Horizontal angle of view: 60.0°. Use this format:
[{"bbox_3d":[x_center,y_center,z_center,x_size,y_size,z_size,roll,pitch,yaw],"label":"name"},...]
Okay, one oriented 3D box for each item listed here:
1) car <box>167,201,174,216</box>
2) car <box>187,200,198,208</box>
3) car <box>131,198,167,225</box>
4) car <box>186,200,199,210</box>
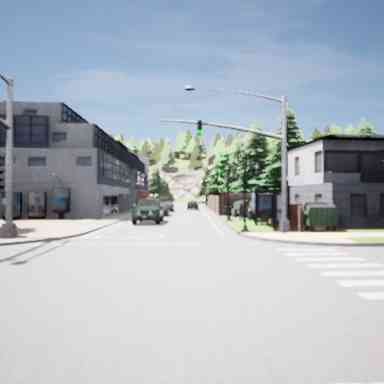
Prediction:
[{"bbox_3d":[-3.587,1.961,37.924,2.128,1.511,4.902,0,-1,0],"label":"car"},{"bbox_3d":[0.112,2.353,65.153,2.033,1.411,5.357,0,-1,0],"label":"car"},{"bbox_3d":[-3.593,1.567,27.878,2.150,2.045,5.566,0,-1,0],"label":"car"},{"bbox_3d":[0.117,2.182,54.734,1.837,1.490,4.892,0,-1,0],"label":"car"}]
